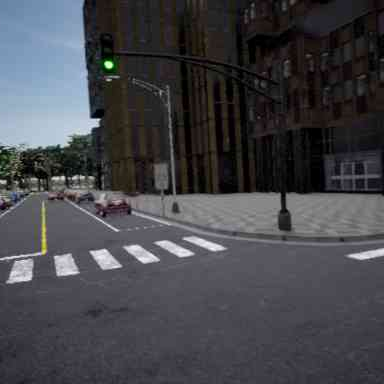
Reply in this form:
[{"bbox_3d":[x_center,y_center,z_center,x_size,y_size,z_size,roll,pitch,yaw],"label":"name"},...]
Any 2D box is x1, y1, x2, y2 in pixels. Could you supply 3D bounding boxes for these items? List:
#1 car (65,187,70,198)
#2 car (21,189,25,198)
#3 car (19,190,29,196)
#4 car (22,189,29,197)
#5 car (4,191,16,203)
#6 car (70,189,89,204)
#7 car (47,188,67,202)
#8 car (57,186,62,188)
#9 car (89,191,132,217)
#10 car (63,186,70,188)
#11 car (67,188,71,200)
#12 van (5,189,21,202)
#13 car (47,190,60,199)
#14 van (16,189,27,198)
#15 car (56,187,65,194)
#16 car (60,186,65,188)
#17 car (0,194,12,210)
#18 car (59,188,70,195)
[{"bbox_3d":[-16.581,0.341,47.319,1.887,1.381,4.507,-5,3,-24],"label":"car"},{"bbox_3d":[-28.791,0.795,53.773,2.008,1.369,4.403,-5,3,-24],"label":"car"},{"bbox_3d":[-42.136,0.262,83.540,1.947,1.339,4.313,-5,3,-24],"label":"car"},{"bbox_3d":[-35.463,0.534,68.657,1.947,1.339,4.313,-5,3,-24],"label":"car"},{"bbox_3d":[-22.050,1.051,38.734,1.752,1.417,4.829,-5,3,-24],"label":"car"},{"bbox_3d":[-12.132,0.533,37.397,2.008,1.369,4.403,-5,3,-24],"label":"car"},{"bbox_3d":[-18.626,0.610,45.403,1.895,1.301,4.718,-5,3,-24],"label":"car"},{"bbox_3d":[-25.492,-0.258,67.152,2.192,1.841,5.009,-5,3,-24],"label":"car"},{"bbox_3d":[-5.465,0.704,22.510,1.967,1.590,4.097,-5,3,-24],"label":"car"},{"bbox_3d":[-18.876,0.226,52.434,1.752,1.417,4.829,-5,3,-24],"label":"car"},{"bbox_3d":[-14.356,0.434,42.358,1.887,1.381,4.507,-5,3,-24],"label":"car"},{"bbox_3d":[-26.580,0.678,48.802,1.690,1.788,3.998,-5,3,-24],"label":"van"},{"bbox_3d":[-23.497,0.407,56.268,1.895,1.301,4.718,-5,3,-24],"label":"car"},{"bbox_3d":[-37.701,0.219,73.607,1.690,1.788,3.998,-5,3,-24],"label":"van"},{"bbox_3d":[-34.381,-0.497,87.002,1.967,1.590,4.097,-5,3,-24],"label":"car"},{"bbox_3d":[-23.324,0.041,62.356,1.752,1.417,4.829,-5,3,-24],"label":"car"},{"bbox_3d":[-19.892,1.197,33.931,1.802,1.307,4.206,-5,3,-24],"label":"car"},{"bbox_3d":[-27.702,-0.114,72.124,2.008,1.369,4.403,-5,3,-24],"label":"car"}]
